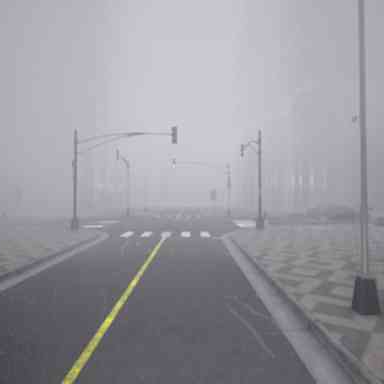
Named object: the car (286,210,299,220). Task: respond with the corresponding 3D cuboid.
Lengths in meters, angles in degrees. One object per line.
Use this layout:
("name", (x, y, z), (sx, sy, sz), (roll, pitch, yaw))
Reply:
("car", (11.638, 1.918, 32.352), (4.829, 1.417, 1.752), (0, -1, 0))

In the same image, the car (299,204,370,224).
("car", (11.551, 1.721, 26.588), (4.902, 1.511, 2.128), (0, -2, 0))
